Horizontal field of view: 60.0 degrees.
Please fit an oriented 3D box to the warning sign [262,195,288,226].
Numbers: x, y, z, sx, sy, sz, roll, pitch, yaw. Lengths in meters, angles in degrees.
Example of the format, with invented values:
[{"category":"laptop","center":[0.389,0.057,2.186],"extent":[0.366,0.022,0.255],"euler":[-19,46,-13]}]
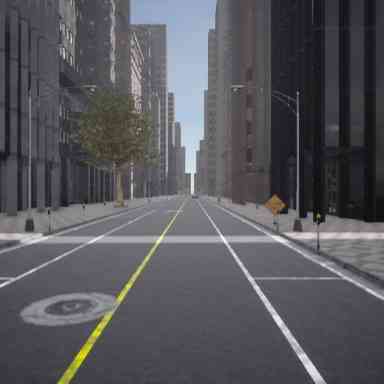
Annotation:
[{"category":"warning sign","center":[5.066,1.103,20.304],"extent":[1.300,1.860,1.060],"euler":[0,0,0]}]
